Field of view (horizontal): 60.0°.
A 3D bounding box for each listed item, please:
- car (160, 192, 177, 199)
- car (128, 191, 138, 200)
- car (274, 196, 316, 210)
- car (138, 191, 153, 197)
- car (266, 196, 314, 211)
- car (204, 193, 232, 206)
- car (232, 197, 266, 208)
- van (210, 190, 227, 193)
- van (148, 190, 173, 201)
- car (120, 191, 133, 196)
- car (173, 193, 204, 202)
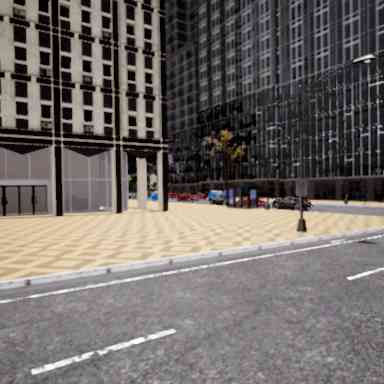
[{"bbox_3d":[-5.106,0.703,72.596,1.802,1.307,4.206,-1,1,-34],"label":"car"},{"bbox_3d":[-12.015,0.858,67.853,2.008,1.369,4.403,-1,1,-34],"label":"car"},{"bbox_3d":[11.673,1.170,37.923,1.994,1.385,4.181,-2,1,-34],"label":"car"},{"bbox_3d":[-11.543,0.452,81.963,1.967,1.590,4.097,-1,1,-34],"label":"car"},{"bbox_3d":[10.401,1.248,34.984,1.947,1.339,4.313,-1,1,-34],"label":"car"},{"bbox_3d":[4.028,1.142,44.399,1.947,1.339,4.313,-1,1,-34],"label":"car"},{"bbox_3d":[7.198,1.212,39.682,1.802,1.307,4.206,-1,1,-34],"label":"car"},{"bbox_3d":[4.544,0.625,58.536,1.690,1.788,3.998,-1,1,-34],"label":"van"},{"bbox_3d":[-5.580,0.757,58.480,1.690,1.788,3.998,-1,1,-34],"label":"van"},{"bbox_3d":[-17.977,0.453,91.335,2.008,1.369,4.403,-1,1,-34],"label":"car"},{"bbox_3d":[-0.623,0.882,55.883,1.882,1.535,5.008,-2,1,-34],"label":"car"}]
